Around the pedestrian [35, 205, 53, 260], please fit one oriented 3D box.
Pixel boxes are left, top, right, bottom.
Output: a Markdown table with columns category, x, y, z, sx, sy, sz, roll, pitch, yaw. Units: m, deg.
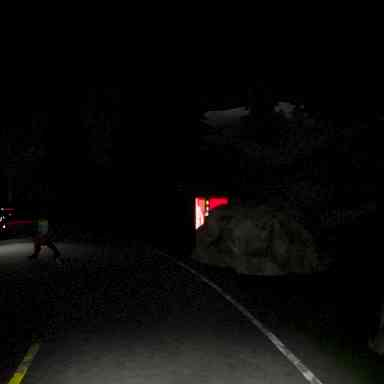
| category | x | y | z | sx | sy | sz | roll | pitch | yaw |
| --- | --- | --- | --- | --- | --- | --- | --- | --- | --- |
| pedestrian | -4.934 | 1.294 | 11.049 | 0.375 | 1.860 | 0.375 | 0 | 0 | -27 |

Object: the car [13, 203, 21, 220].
| category | x | y | z | sx | sy | sz | roll | pitch | yaw |
| --- | --- | --- | --- | --- | --- | --- | --- | --- | --- |
| car | -15.339 | 1.491 | 26.763 | 2.128 | 1.511 | 4.902 | 0 | 0 | -44 |

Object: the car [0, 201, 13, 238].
| category | x | y | z | sx | sy | sz | roll | pitch | yaw |
| --- | --- | --- | --- | --- | --- | --- | --- | --- | --- |
| car | -11.281 | 1.221 | 17.128 | 2.150 | 2.045 | 5.566 | 0 | 0 | -42 |
